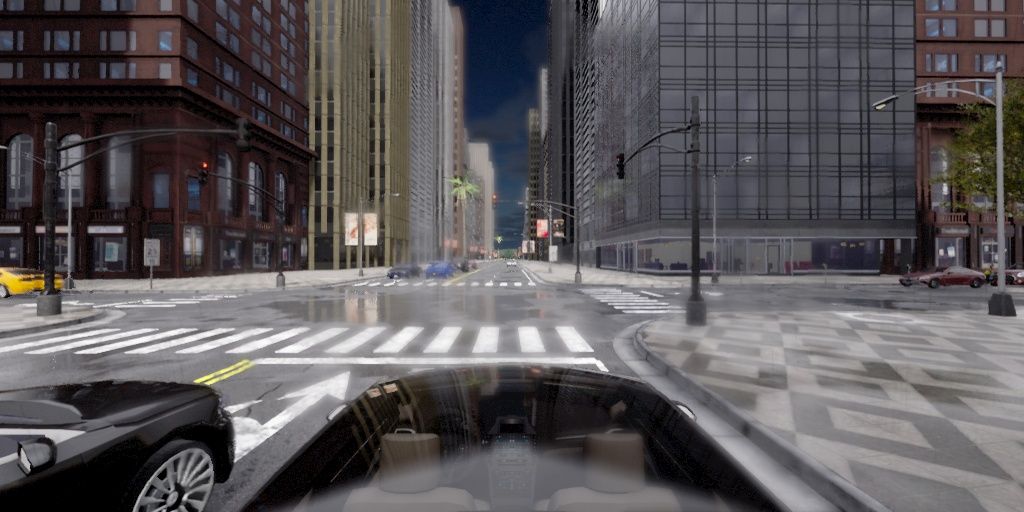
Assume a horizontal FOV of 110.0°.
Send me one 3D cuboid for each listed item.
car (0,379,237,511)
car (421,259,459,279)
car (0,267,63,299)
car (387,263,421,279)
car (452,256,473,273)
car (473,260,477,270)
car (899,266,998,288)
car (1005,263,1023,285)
[{"bbox_3d":[-3.138,1.241,0.933,2.128,1.511,4.902,0,0,-1],"label":"car"},{"bbox_3d":[-6.651,1.291,33.573,1.882,1.535,5.008,0,0,2],"label":"car"},{"bbox_3d":[-26.285,1.353,18.399,5.008,1.535,1.882,0,0,1],"label":"car"},{"bbox_3d":[-9.871,1.361,33.542,2.033,1.411,5.357,0,0,3],"label":"car"},{"bbox_3d":[-6.674,1.072,45.086,2.150,2.045,5.566,0,0,0],"label":"car"},{"bbox_3d":[-6.673,1.429,58.034,1.812,1.442,4.674,0,0,0],"label":"car"},{"bbox_3d":[26.430,1.274,22.027,4.207,1.307,1.802,0,0,-1],"label":"car"},{"bbox_3d":[32.068,1.116,22.125,4.097,1.591,1.967,0,0,-1],"label":"car"}]
